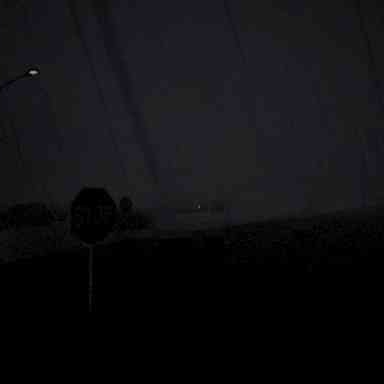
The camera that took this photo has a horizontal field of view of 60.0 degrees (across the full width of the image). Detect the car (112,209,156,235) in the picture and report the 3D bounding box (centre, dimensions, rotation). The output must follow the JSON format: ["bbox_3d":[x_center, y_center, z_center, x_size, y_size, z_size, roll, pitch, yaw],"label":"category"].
[{"bbox_3d":[-4.408,1.860,21.904,2.128,1.511,4.902,0,0,36],"label":"car"}]

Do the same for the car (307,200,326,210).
[{"bbox_3d":[21.907,2.245,58.389,2.097,1.767,4.553,0,0,36],"label":"car"}]

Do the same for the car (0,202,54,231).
[{"bbox_3d":[-12.142,1.594,23.148,2.097,1.767,4.553,0,-1,36],"label":"car"}]

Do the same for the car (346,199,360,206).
[{"bbox_3d":[39.839,2.772,83.248,2.128,1.511,4.902,0,0,36],"label":"car"}]

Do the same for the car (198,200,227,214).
[{"bbox_3d":[2.711,1.893,43.738,2.097,1.767,4.553,0,-1,36],"label":"car"}]
